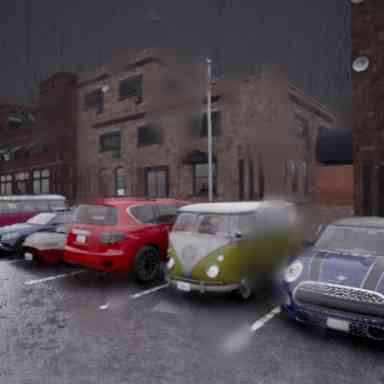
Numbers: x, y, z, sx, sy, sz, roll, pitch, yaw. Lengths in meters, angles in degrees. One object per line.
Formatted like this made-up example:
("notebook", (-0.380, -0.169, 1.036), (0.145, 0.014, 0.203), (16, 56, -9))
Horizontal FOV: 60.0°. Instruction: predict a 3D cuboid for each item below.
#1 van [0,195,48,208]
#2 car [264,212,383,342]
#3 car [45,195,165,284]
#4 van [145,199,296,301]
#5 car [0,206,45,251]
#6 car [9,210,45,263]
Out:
("van", (-7.421, 1.147, 14.801), (1.878, 1.987, 4.442), (1, 0, 38))
("car", (3.458, 1.356, 6.718), (2.185, 1.767, 4.553), (0, 0, 36))
("car", (-1.010, 1.194, 9.926), (2.435, 2.045, 5.566), (1, 0, 36))
("van", (1.136, 1.237, 8.208), (1.878, 1.987, 4.442), (0, 0, 36))
("car", (-5.335, 1.439, 13.066), (2.002, 1.452, 4.674), (1, 0, 37))
("car", (-3.252, 1.452, 11.483), (2.163, 1.488, 4.792), (1, 0, 37))
